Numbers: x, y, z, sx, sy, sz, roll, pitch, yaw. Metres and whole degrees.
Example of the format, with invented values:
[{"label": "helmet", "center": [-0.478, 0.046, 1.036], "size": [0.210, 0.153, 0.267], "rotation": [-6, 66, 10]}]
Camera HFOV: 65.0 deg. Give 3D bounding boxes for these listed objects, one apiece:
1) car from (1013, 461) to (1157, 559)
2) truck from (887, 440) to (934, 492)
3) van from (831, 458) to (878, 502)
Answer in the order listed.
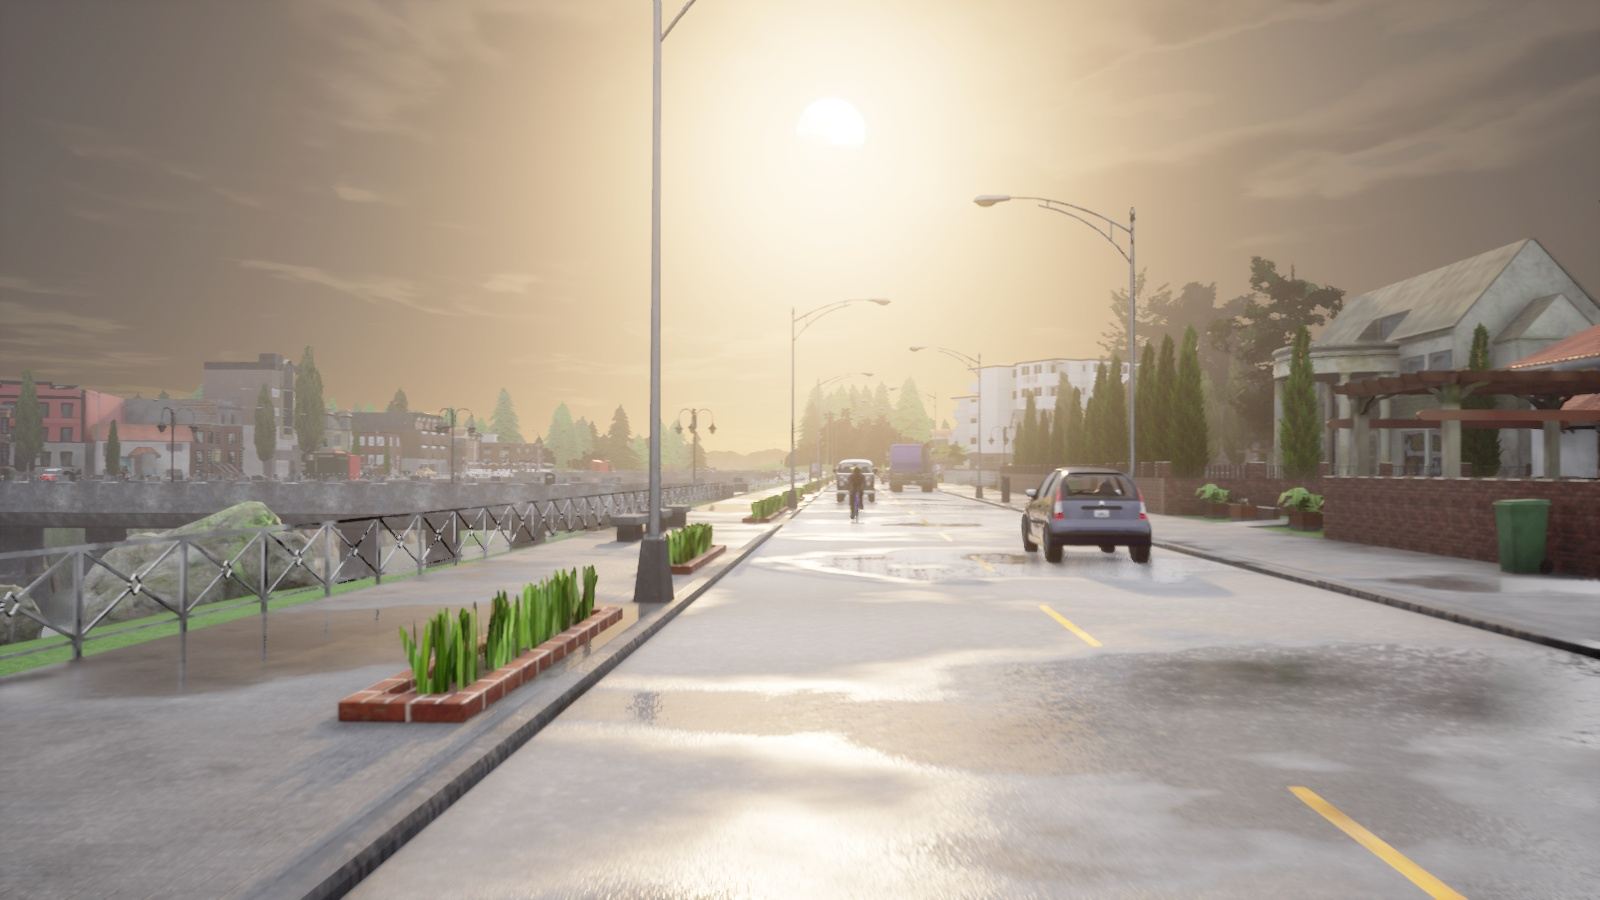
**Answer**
[{"label": "car", "center": [5.059, 1.031, 22.795], "size": [1.851, 1.617, 3.988], "rotation": [0, -1, 2]}, {"label": "truck", "center": [7.726, 1.126, 88.431], "size": [2.891, 3.462, 7.936], "rotation": [0, -1, 2]}, {"label": "van", "center": [2.623, 1.421, 59.469], "size": [2.069, 2.038, 4.480], "rotation": [0, -1, 4]}]
